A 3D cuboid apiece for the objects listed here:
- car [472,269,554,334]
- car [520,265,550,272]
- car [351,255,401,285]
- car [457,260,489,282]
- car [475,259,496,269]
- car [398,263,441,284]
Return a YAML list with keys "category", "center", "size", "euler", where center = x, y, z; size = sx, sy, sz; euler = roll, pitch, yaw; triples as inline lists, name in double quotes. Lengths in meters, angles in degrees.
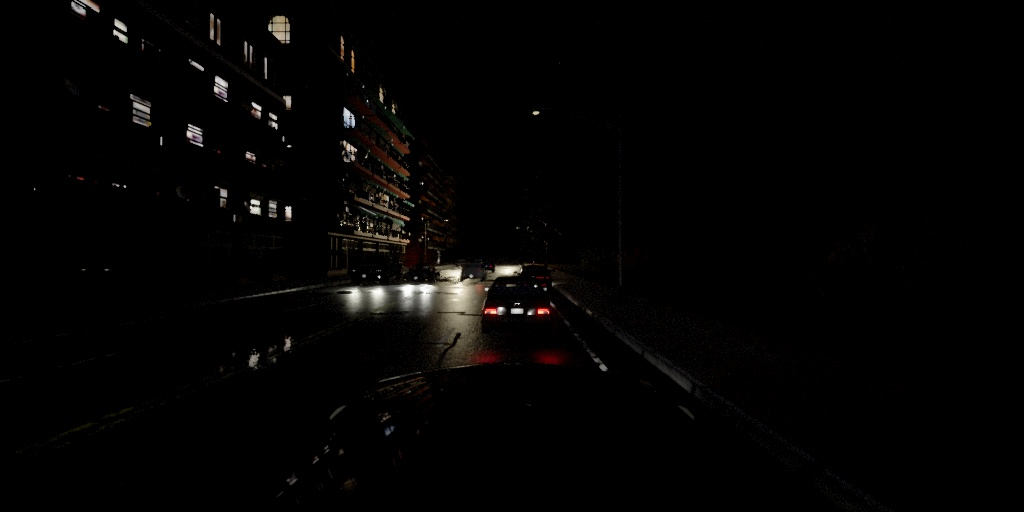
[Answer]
- category: "car"
  center: [0.118, 1.299, 10.632]
  size: [2.033, 1.411, 5.357]
  euler: [0, 0, 0]
- category: "car"
  center: [1.172, 1.257, 20.321]
  size: [1.837, 1.490, 4.892]
  euler: [0, 0, 0]
- category: "car"
  center: [-9.803, 0.973, 26.549]
  size: [2.150, 2.045, 5.566]
  euler: [0, 0, 0]
- category: "car"
  center: [-3.102, 1.278, 29.096]
  size: [1.812, 1.442, 4.674]
  euler: [0, 0, -1]
- category: "car"
  center: [-3.072, 1.299, 44.994]
  size: [2.033, 1.411, 5.357]
  euler: [0, 0, 0]
- category: "car"
  center: [-6.554, 1.316, 26.403]
  size: [1.994, 1.385, 4.181]
  euler: [0, 0, 0]
